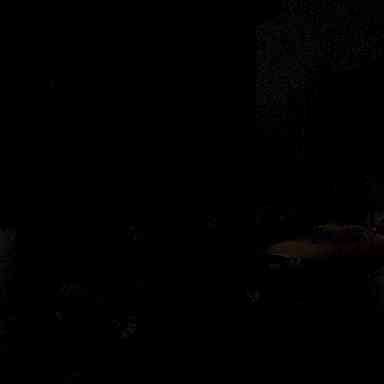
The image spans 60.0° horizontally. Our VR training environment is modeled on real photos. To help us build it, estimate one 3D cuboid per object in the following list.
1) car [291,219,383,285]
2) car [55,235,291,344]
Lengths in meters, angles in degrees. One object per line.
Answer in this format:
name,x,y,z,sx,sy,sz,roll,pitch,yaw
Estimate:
car,3.954,1.526,9.533,4.829,1.417,1.752,0,0,-36
car,-0.315,1.566,6.447,4.313,1.339,1.947,0,0,-36
